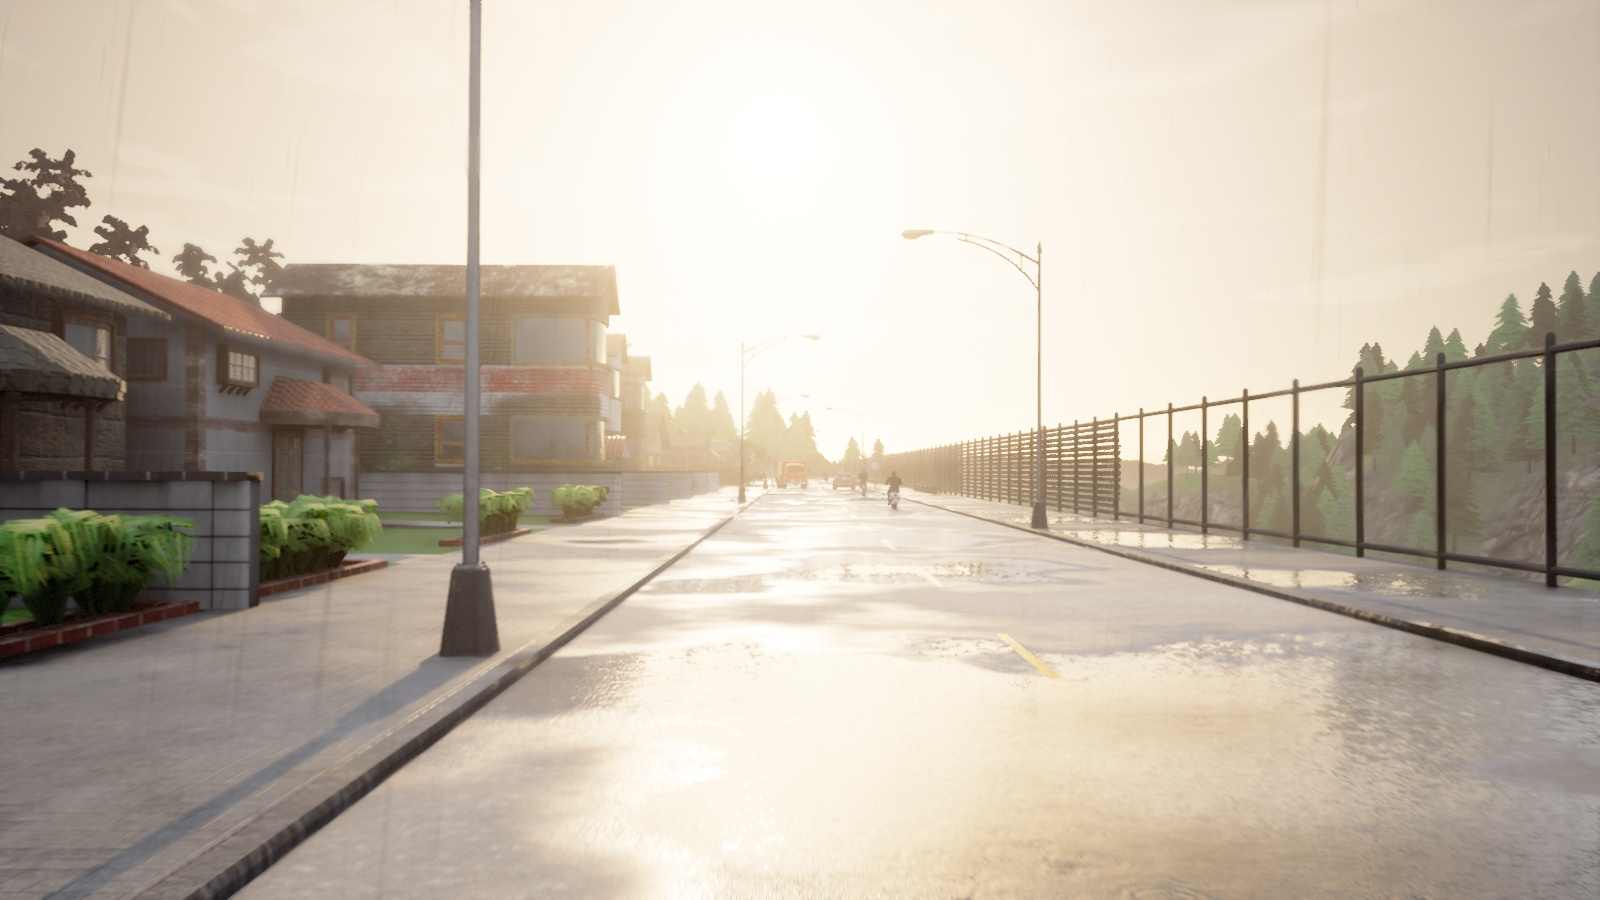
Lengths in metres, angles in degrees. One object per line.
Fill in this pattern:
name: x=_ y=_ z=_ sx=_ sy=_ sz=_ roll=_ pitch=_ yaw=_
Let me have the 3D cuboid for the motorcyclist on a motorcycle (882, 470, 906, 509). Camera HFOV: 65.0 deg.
motorcyclist on a motorcycle: x=3.874 y=1.621 z=51.864 sx=0.866 sy=1.590 sz=1.817 roll=0 pitch=-1 yaw=0
